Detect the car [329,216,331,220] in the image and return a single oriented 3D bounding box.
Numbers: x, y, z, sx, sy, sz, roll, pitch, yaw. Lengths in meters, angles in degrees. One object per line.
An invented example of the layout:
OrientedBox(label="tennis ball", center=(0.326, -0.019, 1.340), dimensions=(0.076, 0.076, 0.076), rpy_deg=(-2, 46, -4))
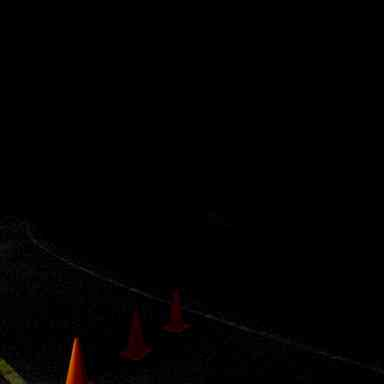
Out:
OrientedBox(label="car", center=(35.622, 6.632, 82.737), dimensions=(1.851, 1.617, 3.988), rpy_deg=(-4, -3, 4))

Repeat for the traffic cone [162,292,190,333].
OrientedBox(label="traffic cone", center=(-0.256, 1.931, 5.451), dimensions=(0.340, 0.580, 0.340), rpy_deg=(1, 1, 31))

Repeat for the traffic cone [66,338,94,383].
OrientedBox(label="traffic cone", center=(-1.295, 1.945, 3.750), dimensions=(0.340, 0.580, 0.340), rpy_deg=(1, 1, 31))

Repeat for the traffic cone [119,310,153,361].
OrientedBox(label="traffic cone", center=(-0.776, 1.938, 4.601), dimensions=(0.340, 0.580, 0.340), rpy_deg=(1, 1, 32))
